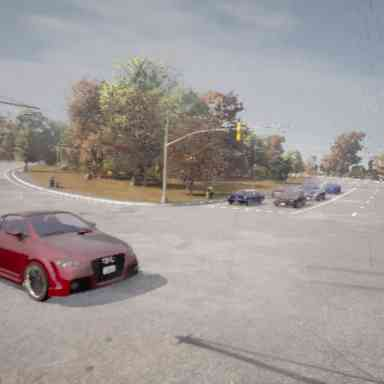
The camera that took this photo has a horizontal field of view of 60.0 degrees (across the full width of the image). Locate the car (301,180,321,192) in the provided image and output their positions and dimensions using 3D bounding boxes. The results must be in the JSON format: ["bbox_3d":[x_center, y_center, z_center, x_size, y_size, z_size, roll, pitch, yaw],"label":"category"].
[{"bbox_3d":[18.687,-0.955,52.191,1.882,1.535,5.008,4,6,32],"label":"car"}]

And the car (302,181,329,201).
[{"bbox_3d":[13.535,0.001,37.194,2.097,1.767,4.553,4,5,31],"label":"car"}]

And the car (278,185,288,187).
[{"bbox_3d":[11.027,-0.059,39.807,1.812,1.442,4.674,4,5,31],"label":"car"}]

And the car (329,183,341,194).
[{"bbox_3d":[20.229,-0.584,48.047,1.882,1.535,5.008,4,6,32],"label":"car"}]

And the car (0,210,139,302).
[{"bbox_3d":[-3.123,1.110,7.167,4.181,1.385,1.994,4,3,35],"label":"car"}]

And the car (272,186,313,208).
[{"bbox_3d":[8.882,0.534,29.596,2.033,1.411,5.357,4,4,31],"label":"car"}]

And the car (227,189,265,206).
[{"bbox_3d":[4.905,0.451,29.794,1.895,1.301,4.718,4,3,31],"label":"car"}]
